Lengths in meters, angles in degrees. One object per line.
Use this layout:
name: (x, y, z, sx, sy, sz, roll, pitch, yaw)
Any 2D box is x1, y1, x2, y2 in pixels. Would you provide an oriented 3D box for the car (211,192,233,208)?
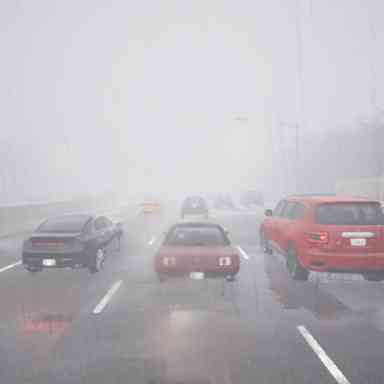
car: (3.692, 0.929, 40.043, 2.097, 1.767, 4.553, 0, 1, 1)

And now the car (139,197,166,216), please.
car: (-3.295, 1.177, 28.682, 1.882, 1.535, 5.008, 0, 1, 0)

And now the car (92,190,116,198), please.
car: (-13.728, 0.647, 53.501, 2.150, 2.045, 5.566, 0, 1, 1)

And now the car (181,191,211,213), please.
car: (0.195, 1.071, 26.921, 2.097, 1.767, 4.553, 0, 1, 0)

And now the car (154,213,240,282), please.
car: (0.117, 1.500, 9.411, 1.895, 1.301, 4.718, 0, 1, 0)

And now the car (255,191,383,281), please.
car: (3.516, 1.118, 9.698, 2.150, 2.045, 5.566, 0, 1, 0)

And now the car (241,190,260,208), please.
car: (7.295, 0.795, 40.493, 2.150, 2.045, 5.566, 0, 1, 1)

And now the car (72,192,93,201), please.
car: (-20.575, 0.827, 62.661, 2.128, 1.511, 4.902, 0, 1, 1)

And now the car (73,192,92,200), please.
car: (-17.235, 1.034, 52.792, 1.895, 1.301, 4.718, 0, 1, 1)

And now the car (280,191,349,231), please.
car: (7.157, 1.011, 20.235, 2.150, 2.045, 5.566, 0, 1, 0)

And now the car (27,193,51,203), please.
car: (-24.230, 0.909, 52.835, 1.882, 1.535, 5.008, 0, 1, 1)

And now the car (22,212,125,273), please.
car: (-3.380, 1.395, 10.301, 1.837, 1.490, 4.892, 0, 1, 0)
